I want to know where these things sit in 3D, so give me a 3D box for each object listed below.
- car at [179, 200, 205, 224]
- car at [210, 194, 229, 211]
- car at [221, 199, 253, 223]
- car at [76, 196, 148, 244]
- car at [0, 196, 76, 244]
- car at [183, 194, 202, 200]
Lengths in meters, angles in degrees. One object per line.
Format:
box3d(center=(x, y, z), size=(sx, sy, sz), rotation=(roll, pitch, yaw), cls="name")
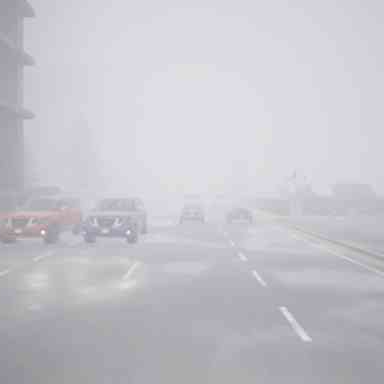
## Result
box3d(center=(0.016, 1.566, 25.011), size=(2.033, 1.411, 5.357), rotation=(0, 0, 0), cls="car")
box3d(center=(3.575, 1.252, 42.397), size=(2.150, 2.045, 5.566), rotation=(0, 0, 1), cls="car")
box3d(center=(3.521, 1.545, 25.687), size=(1.812, 1.442, 4.674), rotation=(0, 0, 0), cls="car")
box3d(center=(-3.505, 1.238, 16.223), size=(2.150, 2.045, 5.566), rotation=(0, 0, 0), cls="car")
box3d(center=(-7.005, 1.238, 16.194), size=(2.150, 2.045, 5.566), rotation=(0, 0, 0), cls="car")
box3d(center=(0.073, 1.250, 41.857), size=(2.150, 2.045, 5.566), rotation=(0, 0, 0), cls="car")
